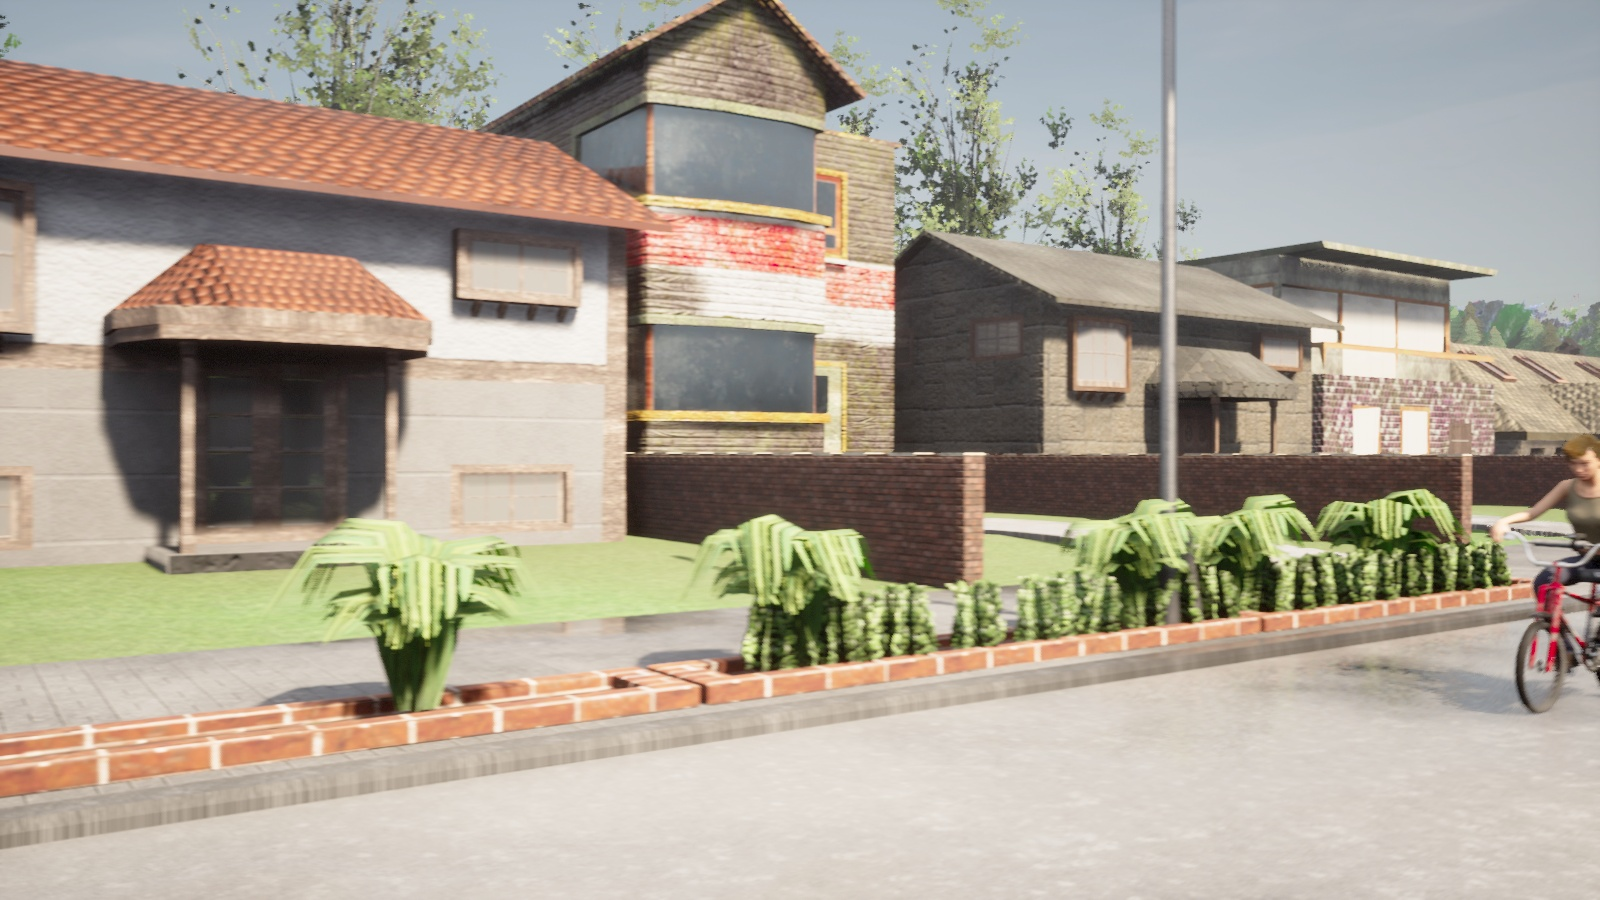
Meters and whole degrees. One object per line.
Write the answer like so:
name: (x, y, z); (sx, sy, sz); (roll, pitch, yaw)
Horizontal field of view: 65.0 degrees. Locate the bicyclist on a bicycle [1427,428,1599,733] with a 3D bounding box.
bicyclist on a bicycle: (4.538, 0.691, 7.427); (1.509, 1.612, 0.866); (0, 0, -35)
